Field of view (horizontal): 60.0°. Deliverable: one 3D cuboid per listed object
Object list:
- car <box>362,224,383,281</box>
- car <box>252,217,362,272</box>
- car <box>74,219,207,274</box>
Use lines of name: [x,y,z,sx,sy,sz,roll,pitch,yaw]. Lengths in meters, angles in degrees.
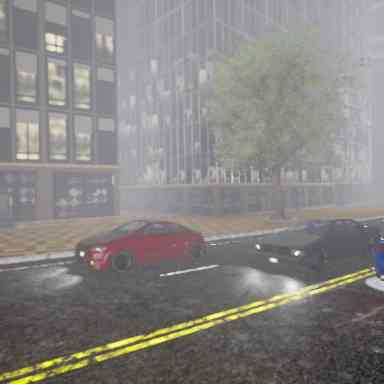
car: [6.559,1.487,8.512,5.008,1.535,1.882,0,0,-38]
car: [4.435,1.566,11.152,5.357,1.411,2.033,0,0,-38]
car: [-1.538,1.587,10.705,4.181,1.385,1.994,0,0,-37]
